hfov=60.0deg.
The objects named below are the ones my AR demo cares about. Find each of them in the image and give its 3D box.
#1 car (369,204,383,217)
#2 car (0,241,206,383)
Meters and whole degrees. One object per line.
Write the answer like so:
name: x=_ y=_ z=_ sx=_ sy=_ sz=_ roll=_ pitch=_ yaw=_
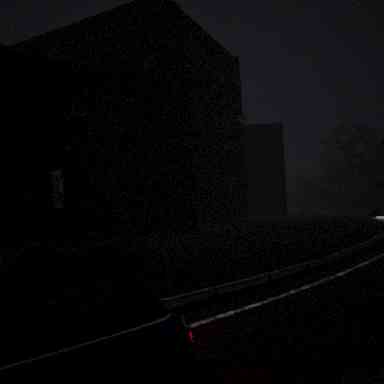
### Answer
car: x=21.874 y=2.067 z=38.136 sx=1.994 sy=1.385 sz=4.181 roll=-3 pitch=-3 yaw=13
car: x=-2.136 y=1.359 z=2.403 sx=4.553 sy=1.767 sz=2.097 roll=0 pitch=0 yaw=-37
